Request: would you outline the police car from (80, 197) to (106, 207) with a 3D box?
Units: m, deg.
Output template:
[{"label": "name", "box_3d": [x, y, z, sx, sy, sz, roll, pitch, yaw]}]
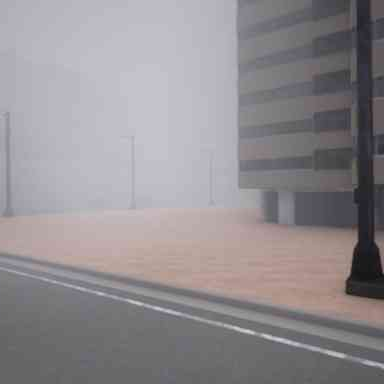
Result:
[{"label": "police car", "box_3d": [-18.749, 1.847, 63.234, 1.930, 1.638, 5.238, -1, 0, 36]}]

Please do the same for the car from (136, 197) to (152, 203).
[{"label": "car", "box_3d": [-10.239, 1.658, 69.077, 1.882, 1.535, 5.008, -1, 0, 36]}]
